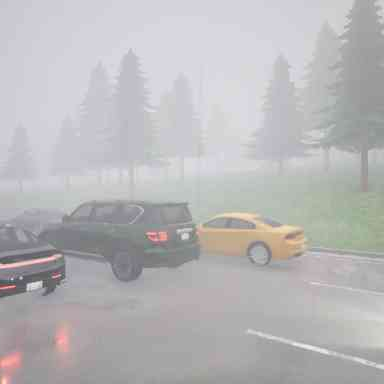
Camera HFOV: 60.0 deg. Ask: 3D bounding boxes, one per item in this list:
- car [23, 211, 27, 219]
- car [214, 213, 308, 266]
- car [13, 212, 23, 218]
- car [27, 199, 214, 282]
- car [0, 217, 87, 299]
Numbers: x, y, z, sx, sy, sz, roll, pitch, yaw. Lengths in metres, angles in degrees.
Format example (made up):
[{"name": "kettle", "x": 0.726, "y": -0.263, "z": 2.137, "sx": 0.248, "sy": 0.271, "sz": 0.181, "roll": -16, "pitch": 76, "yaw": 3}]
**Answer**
[{"name": "car", "x": -8.506, "y": 1.563, "z": 18.701, "sx": 4.181, "sy": 1.385, "sz": 1.994, "roll": 0, "pitch": 0, "yaw": 36}, {"name": "car", "x": 1.404, "y": 1.477, "z": 11.601, "sx": 5.008, "sy": 1.535, "sz": 1.882, "roll": 0, "pitch": 0, "yaw": 36}, {"name": "car", "x": -10.634, "y": 1.547, "z": 15.921, "sx": 5.357, "sy": 1.411, "sz": 2.033, "roll": 0, "pitch": 0, "yaw": 35}, {"name": "car", "x": -2.357, "y": 1.221, "z": 9.990, "sx": 5.566, "sy": 2.045, "sz": 2.150, "roll": 0, "pitch": 0, "yaw": 35}, {"name": "car", "x": -4.830, "y": 1.492, "z": 7.455, "sx": 4.902, "sy": 1.511, "sz": 2.128, "roll": 0, "pitch": 0, "yaw": 36}]
